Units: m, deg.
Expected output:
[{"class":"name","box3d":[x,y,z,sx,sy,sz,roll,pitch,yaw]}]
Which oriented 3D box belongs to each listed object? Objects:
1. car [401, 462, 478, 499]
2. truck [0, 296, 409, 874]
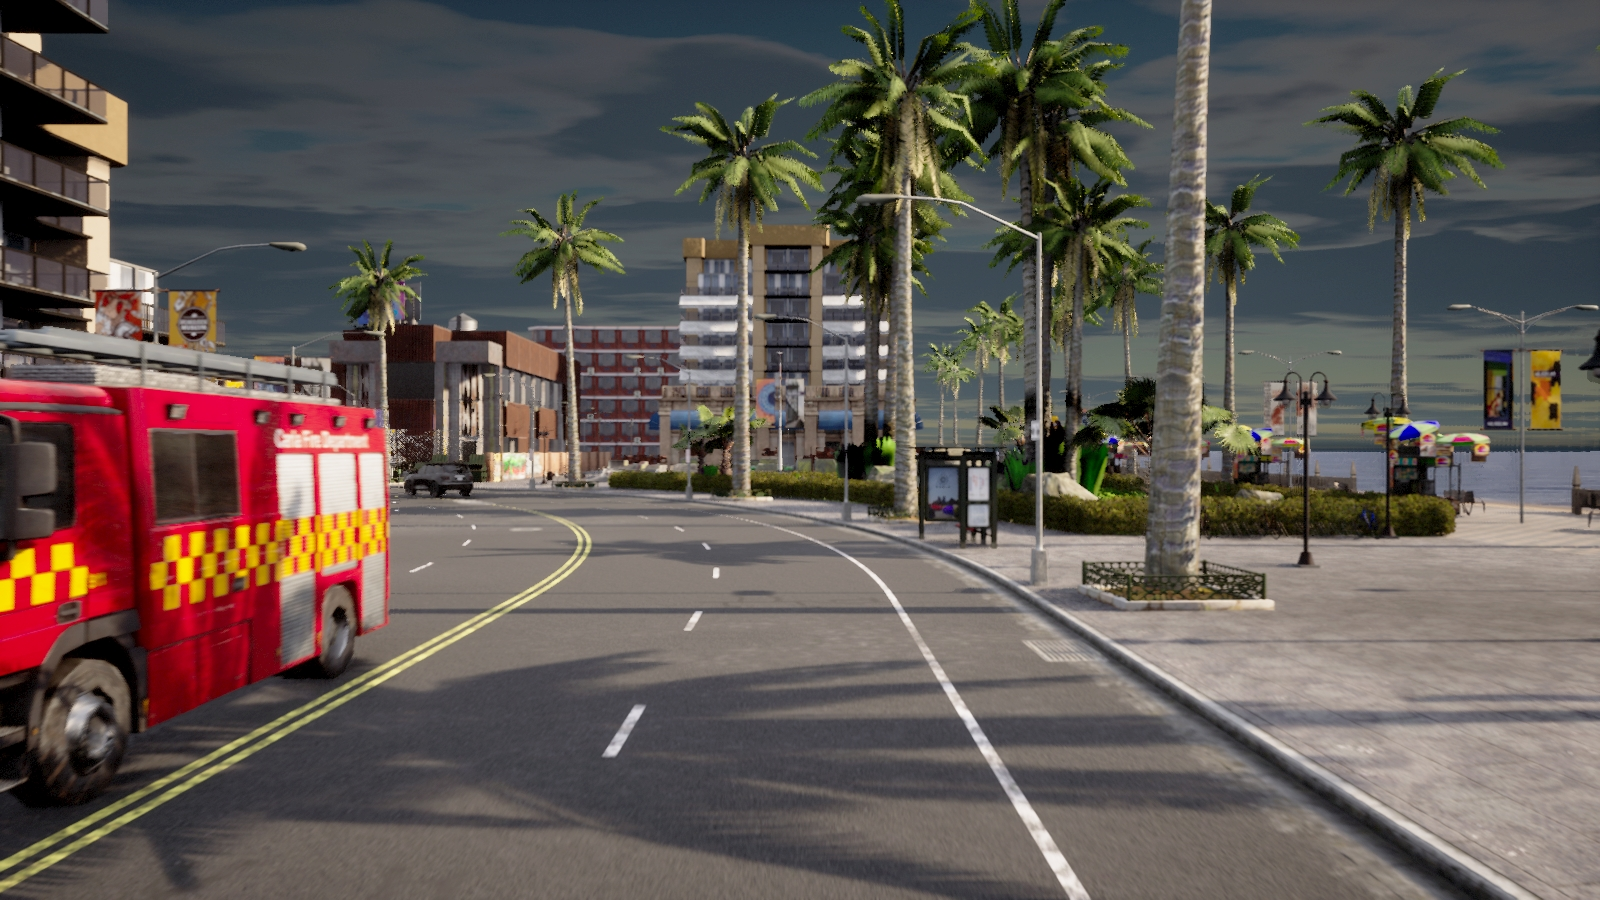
[{"class":"car","box3d":[-21.689,1.780,68.601,2.150,2.045,5.566,0,0,-43]},{"class":"truck","box3d":[-6.768,0.890,11.405,2.891,3.827,8.468,0,0,0]}]
